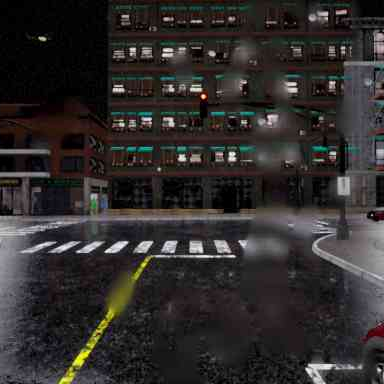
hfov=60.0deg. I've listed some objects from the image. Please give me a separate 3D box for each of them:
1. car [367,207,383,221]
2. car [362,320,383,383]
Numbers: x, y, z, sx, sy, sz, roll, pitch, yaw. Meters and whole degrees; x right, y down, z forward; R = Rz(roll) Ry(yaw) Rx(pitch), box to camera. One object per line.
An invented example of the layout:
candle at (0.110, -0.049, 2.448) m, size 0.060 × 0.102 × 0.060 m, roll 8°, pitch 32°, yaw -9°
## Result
car at (14.796, 1.452, 23.616) m, size 4.181 × 1.385 × 1.994 m, roll -1°, pitch -1°, yaw 1°
car at (2.753, 1.441, 1.902) m, size 1.967 × 1.590 × 4.097 m, roll 1°, pitch 0°, yaw 0°
